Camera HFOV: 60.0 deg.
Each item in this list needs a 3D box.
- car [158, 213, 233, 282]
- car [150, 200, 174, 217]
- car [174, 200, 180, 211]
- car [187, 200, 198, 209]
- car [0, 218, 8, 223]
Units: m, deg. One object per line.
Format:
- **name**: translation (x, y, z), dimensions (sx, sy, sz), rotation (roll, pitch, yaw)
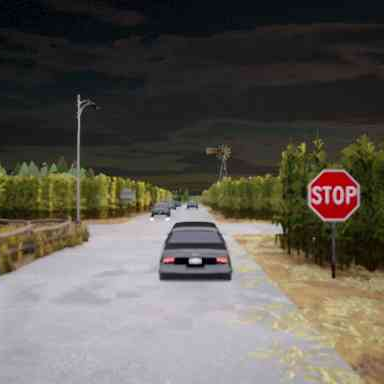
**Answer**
- **car**: translation (0.082, 1.583, 9.878), dimensions (2.033, 1.411, 5.357), rotation (0, 0, 0)
- **car**: translation (-3.159, 1.776, 34.339), dimensions (1.837, 1.490, 4.892), rotation (0, -1, -1)
- **car**: translation (-3.196, 1.849, 47.786), dimensions (2.128, 1.511, 4.902), rotation (0, -1, 0)
- **car**: translation (0.095, 2.073, 56.452), dimensions (2.033, 1.411, 5.357), rotation (0, -2, 0)
- **car**: translation (-14.149, 1.829, 20.447), dimensions (5.357, 1.411, 2.033), rotation (0, -1, 0)
